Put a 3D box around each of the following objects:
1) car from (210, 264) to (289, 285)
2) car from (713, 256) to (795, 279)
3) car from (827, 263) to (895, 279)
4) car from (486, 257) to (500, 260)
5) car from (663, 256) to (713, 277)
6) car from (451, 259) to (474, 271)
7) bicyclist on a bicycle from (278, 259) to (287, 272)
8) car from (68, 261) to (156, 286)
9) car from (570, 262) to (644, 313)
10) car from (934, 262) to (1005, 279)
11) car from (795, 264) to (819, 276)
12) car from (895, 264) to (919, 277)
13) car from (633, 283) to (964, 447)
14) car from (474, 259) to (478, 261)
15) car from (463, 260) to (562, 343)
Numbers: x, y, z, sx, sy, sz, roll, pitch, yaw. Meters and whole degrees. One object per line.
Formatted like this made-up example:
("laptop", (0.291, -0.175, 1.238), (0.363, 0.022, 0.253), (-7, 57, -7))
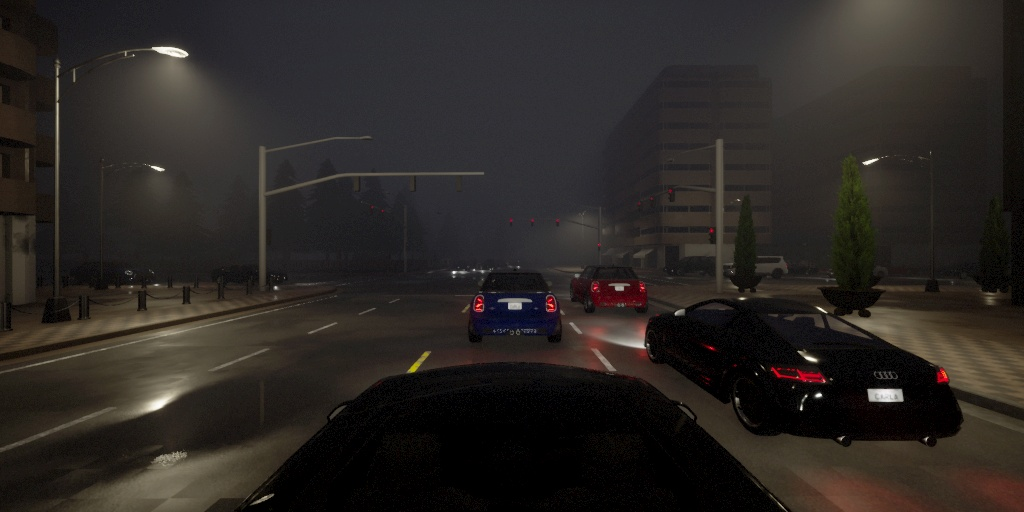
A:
("car", (-18.681, 1.310, 25.632), (4.892, 1.490, 1.837), (0, 0, 0))
("car", (22.160, 1.027, 32.999), (5.566, 2.045, 2.150), (0, 0, 0))
("car", (31.798, 1.331, 33.034), (4.674, 1.442, 1.812), (0, 0, 0))
("car", (-3.231, 1.255, 52.289), (1.837, 1.490, 4.892), (0, 0, 3))
("car", (18.412, 1.027, 36.483), (5.566, 2.045, 2.150), (0, 0, 0))
("car", (-6.871, 1.314, 48.624), (1.994, 1.385, 4.181), (0, 0, 2))
("bicyclist on a bicycle", (-25.621, 1.106, 40.086), (0.582, 1.620, 1.656), (0, 0, 0))
("car", (-28.401, 1.157, 25.592), (4.553, 1.767, 2.097), (0, 0, 0))
("car", (3.602, 1.102, 14.109), (2.097, 1.767, 4.553), (0, 0, 0))
("car", (42.122, 1.283, 33.060), (5.008, 1.535, 1.882), (0, 0, 0))
("car", (28.172, 1.406, 36.522), (4.718, 1.301, 1.895), (0, 0, 0))
("car", (38.218, 1.406, 36.555), (4.718, 1.301, 1.895), (0, 0, 0))
("car", (3.605, 1.314, 5.469), (1.994, 1.385, 4.181), (0, 0, 0))
("car", (-6.260, 1.255, 57.513), (1.837, 1.490, 4.892), (0, 0, 7))
("car", (0.081, 1.102, 9.881), (2.097, 1.767, 4.553), (0, 0, 0))
